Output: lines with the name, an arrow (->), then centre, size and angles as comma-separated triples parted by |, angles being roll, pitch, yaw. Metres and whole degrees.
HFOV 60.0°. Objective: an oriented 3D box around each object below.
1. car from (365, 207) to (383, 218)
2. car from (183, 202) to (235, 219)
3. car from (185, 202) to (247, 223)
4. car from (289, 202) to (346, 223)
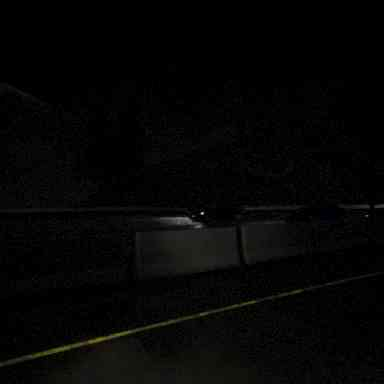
car -> 15.437, 1.687, 25.004 | 5.357, 1.411, 2.033 | 1, 0, -26
car -> 1.514, 1.590, 29.497 | 4.181, 1.385, 1.994 | 0, 0, -29
car -> 2.148, 1.555, 25.902 | 4.674, 1.442, 1.812 | 1, 0, -30
car -> 9.888, 1.572, 26.132 | 5.008, 1.535, 1.882 | 1, 0, -27
